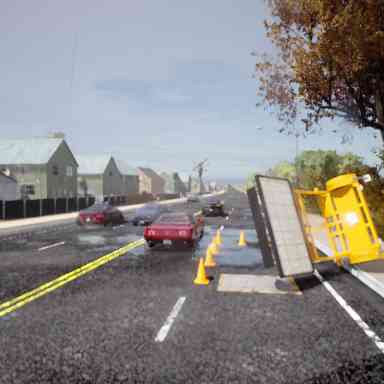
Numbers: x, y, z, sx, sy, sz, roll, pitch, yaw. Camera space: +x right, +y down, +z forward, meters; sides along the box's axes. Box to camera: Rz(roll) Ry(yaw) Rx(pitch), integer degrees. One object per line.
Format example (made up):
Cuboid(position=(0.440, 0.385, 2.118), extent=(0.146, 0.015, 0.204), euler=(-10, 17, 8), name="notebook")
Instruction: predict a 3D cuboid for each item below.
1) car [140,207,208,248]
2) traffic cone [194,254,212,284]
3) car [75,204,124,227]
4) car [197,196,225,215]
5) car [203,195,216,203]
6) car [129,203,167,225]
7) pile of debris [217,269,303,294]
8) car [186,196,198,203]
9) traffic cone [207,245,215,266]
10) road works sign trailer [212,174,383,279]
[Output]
Cuboid(position=(-0.580, 1.575, 14.676), extent=(1.895, 1.301, 4.718), euler=(0, 0, 9), name="car")
Cuboid(position=(0.242, 1.941, 8.287), extent=(0.340, 0.580, 0.340), euler=(0, 0, 9), name="traffic cone")
Cuboid(position=(-6.159, 1.522, 22.585), extent=(1.994, 1.385, 4.181), euler=(0, 0, 9), name="car")
Cuboid(position=(2.117, 1.425, 32.484), extent=(2.128, 1.511, 4.902), euler=(0, 0, 9), name="car")
Cuboid(position=(3.456, 1.385, 63.959), extent=(2.033, 1.411, 5.357), euler=(0, 0, 9), name="car")
Cuboid(position=(-2.734, 1.504, 23.494), extent=(2.033, 1.411, 5.357), euler=(0, 0, 9), name="car")
Cuboid(position=(1.588, 2.152, 8.097), extent=(1.860, 0.140, 1.500), euler=(0, 0, 8), name="pile of debris")
Cuboid(position=(0.208, 1.385, 64.186), extent=(2.033, 1.411, 5.357), euler=(0, 0, 9), name="car")
Cuboid(position=(0.541, 1.938, 10.264), extent=(0.340, 0.580, 0.340), euler=(0, 0, 9), name="traffic cone")
Cuboid(position=(2.839, 0.912, 8.704), extent=(3.560, 2.380, 2.880), euler=(5, -23, -41), name="road works sign trailer")
